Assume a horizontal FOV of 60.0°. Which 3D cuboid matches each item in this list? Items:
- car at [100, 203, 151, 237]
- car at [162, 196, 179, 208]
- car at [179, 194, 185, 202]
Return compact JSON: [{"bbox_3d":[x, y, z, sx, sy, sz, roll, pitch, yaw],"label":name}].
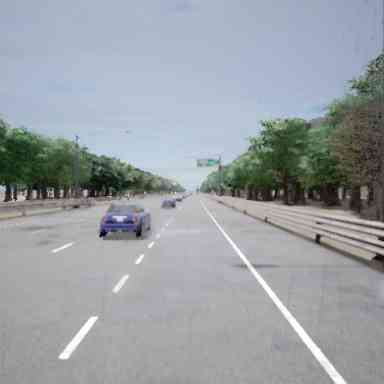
[{"bbox_3d":[-3.483,1.361,18.195,2.097,1.767,4.553,0,0,0],"label":"car"},{"bbox_3d":[-3.370,1.553,49.763,1.812,1.442,4.674,0,0,0],"label":"car"},{"bbox_3d":[-3.170,1.618,78.988,1.895,1.301,4.718,0,0,0],"label":"car"}]
